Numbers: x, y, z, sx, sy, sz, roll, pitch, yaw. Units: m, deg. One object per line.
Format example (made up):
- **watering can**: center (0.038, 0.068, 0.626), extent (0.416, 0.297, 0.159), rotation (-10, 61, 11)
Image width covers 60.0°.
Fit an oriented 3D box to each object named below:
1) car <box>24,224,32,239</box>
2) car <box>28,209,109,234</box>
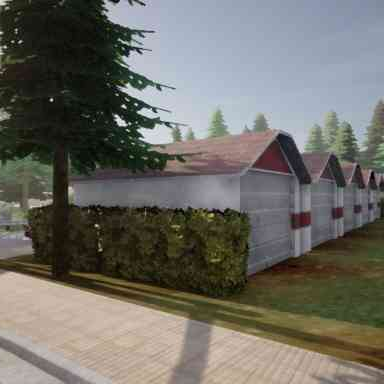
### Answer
- **car**: center (-7.592, 2.016, 19.729), extent (1.994, 1.385, 4.181), rotation (-1, -1, 36)
- **car**: center (-8.840, 2.060, 24.331), extent (2.033, 1.411, 5.357), rotation (-1, -1, 34)
